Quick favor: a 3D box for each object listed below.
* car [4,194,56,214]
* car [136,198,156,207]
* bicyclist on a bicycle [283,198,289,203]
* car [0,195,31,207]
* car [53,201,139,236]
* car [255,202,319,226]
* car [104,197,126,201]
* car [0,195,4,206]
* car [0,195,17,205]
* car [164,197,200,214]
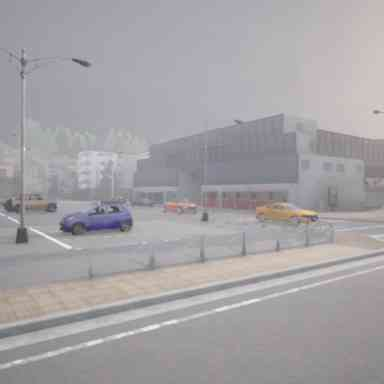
[{"bbox_3d":[-15.540,1.129,32.754,4.605,1.855,1.932,0,0,-35],"label":"car"},{"bbox_3d":[-7.563,1.649,51.535,2.033,1.411,5.357,0,0,-34],"label":"car"},{"bbox_3d":[9.491,1.419,33.831,1.656,1.620,0.582,0,0,-35],"label":"bicyclist on a bicycle"},{"bbox_3d":[-24.874,1.184,45.385,5.027,1.636,2.152,0,0,-35],"label":"car"},{"bbox_3d":[-5.005,1.403,17.444,3.633,1.501,1.845,0,0,-35],"label":"car"},{"bbox_3d":[6.887,1.559,24.503,1.882,1.535,5.008,0,0,-35],"label":"car"},{"bbox_3d":[-12.710,1.685,52.686,1.895,1.301,4.718,0,0,-35],"label":"car"},{"bbox_3d":[-17.542,1.106,34.899,3.866,1.878,1.905,0,0,-35],"label":"car"},{"bbox_3d":[-28.816,1.261,50.459,3.806,1.475,1.970,0,0,-35],"label":"car"},{"bbox_3d":[-1.137,1.435,35.979,2.097,1.767,4.553,0,0,-35],"label":"car"}]
